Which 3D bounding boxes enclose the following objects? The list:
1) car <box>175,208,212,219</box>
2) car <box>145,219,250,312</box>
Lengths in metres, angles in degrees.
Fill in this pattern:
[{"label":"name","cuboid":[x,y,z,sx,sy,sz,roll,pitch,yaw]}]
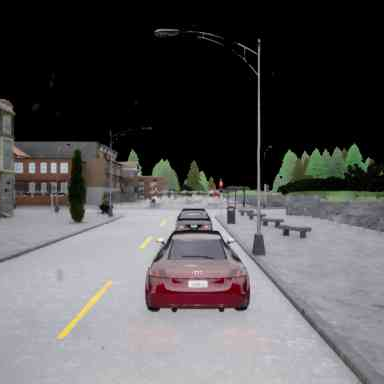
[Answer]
[{"label":"car","cuboid":[0.084,1.547,17.013,2.033,1.411,5.357,0,0,0]},{"label":"car","cuboid":[0.095,1.564,7.777,1.994,1.385,4.181,0,0,0]}]
